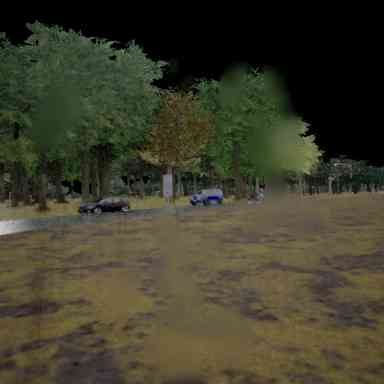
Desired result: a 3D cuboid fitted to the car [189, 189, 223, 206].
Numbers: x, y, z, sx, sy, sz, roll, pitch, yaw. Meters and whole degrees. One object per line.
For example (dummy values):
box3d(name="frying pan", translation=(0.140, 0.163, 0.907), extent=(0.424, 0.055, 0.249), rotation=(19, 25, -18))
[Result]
box3d(name="car", translation=(1.934, 0.681, 42.931), extent=(2.150, 2.045, 5.566), rotation=(-3, -1, 35))

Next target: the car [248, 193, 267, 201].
box3d(name="car", translation=(10.995, 0.838, 55.570), extent=(1.994, 1.385, 4.181), rotation=(-3, -1, 35))

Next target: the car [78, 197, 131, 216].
box3d(name="car", translation=(-7.670, 1.193, 29.363), extent=(1.882, 1.535, 5.008), rotation=(-3, -1, 35))
